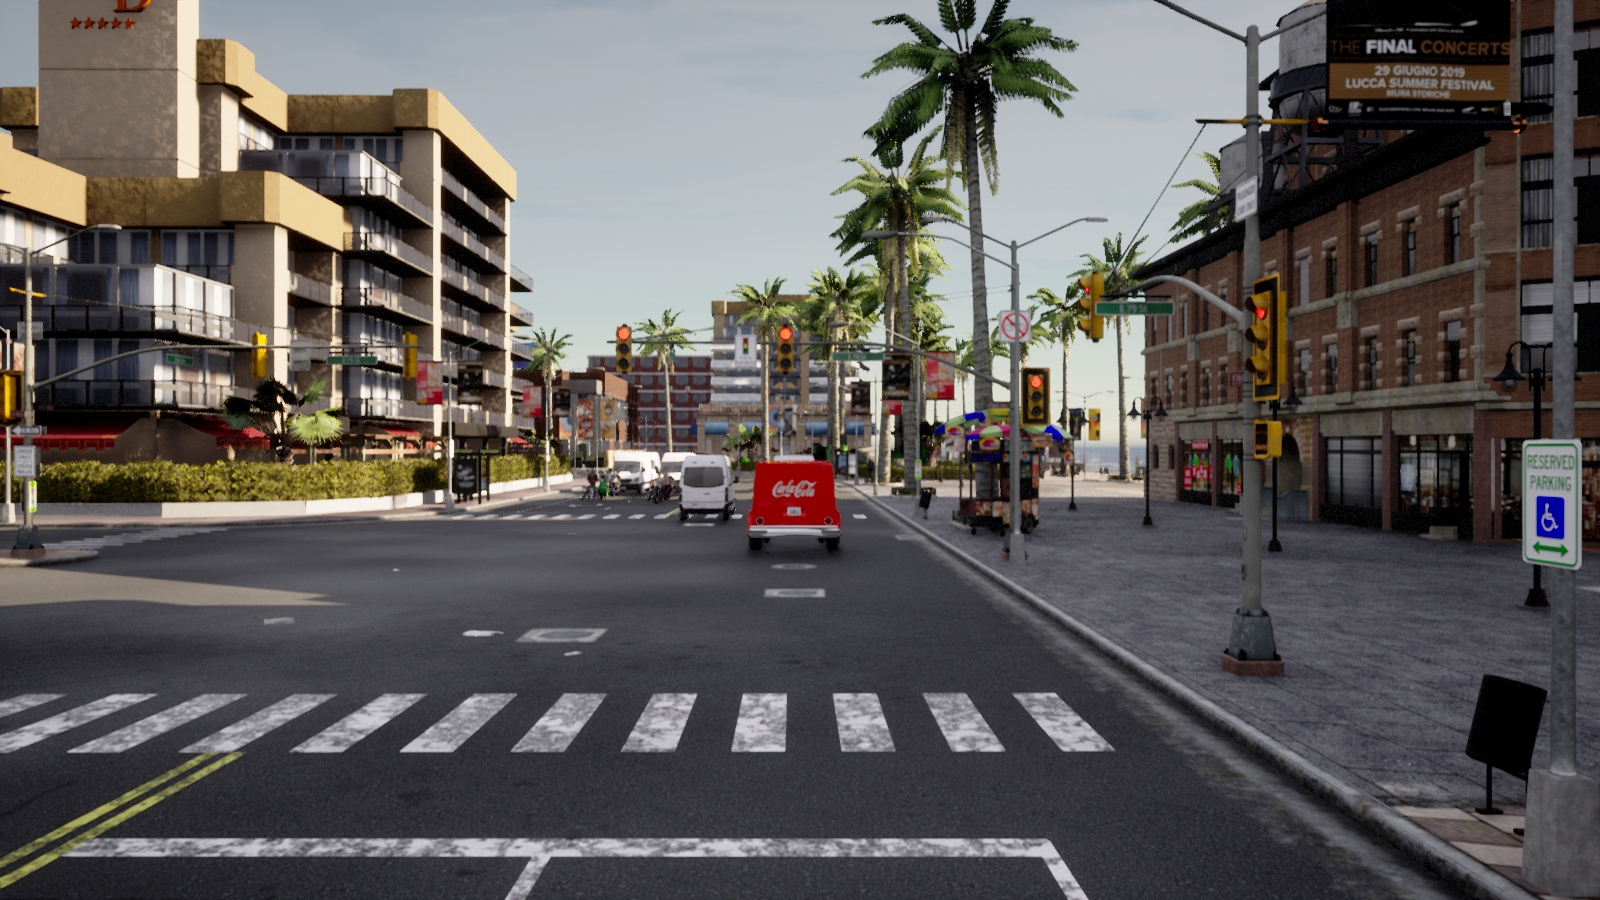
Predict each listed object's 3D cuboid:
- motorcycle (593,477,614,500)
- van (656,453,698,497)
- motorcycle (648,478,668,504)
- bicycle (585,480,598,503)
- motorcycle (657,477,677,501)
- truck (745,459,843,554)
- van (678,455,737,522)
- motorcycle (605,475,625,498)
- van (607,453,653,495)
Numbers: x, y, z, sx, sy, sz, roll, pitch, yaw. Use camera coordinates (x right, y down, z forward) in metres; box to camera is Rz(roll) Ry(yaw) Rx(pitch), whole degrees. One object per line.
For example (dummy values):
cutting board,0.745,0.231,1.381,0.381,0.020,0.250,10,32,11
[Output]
motorcycle,-10.863,2.114,63.204,0.856,1.236,1.805,0,0,0
van,-7.389,1.460,69.226,1.988,2.561,5.915,0,0,-1
motorcycle,-7.314,2.107,59.084,0.764,1.277,2.356,0,0,0
bicycle,-10.811,2.147,59.349,0.329,1.171,1.835,0,0,0
motorcycle,-7.347,2.137,63.392,0.867,1.251,2.209,0,0,0
truck,-0.169,1.532,33.132,2.627,2.467,5.204,0,0,0
van,-3.739,1.483,47.105,1.988,2.561,5.915,0,0,0
motorcycle,-10.875,2.133,67.200,0.867,1.251,2.209,0,0,0
van,-10.790,1.456,73.068,1.988,2.561,5.915,0,0,1
